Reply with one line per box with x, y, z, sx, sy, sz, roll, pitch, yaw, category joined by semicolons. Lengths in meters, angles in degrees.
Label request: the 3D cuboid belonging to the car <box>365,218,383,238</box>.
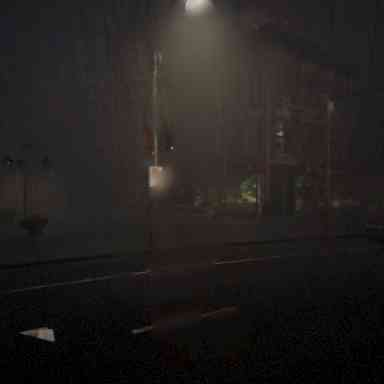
10.494;1.501;15.754;4.674;1.452;2.002;0;0;-18;car
